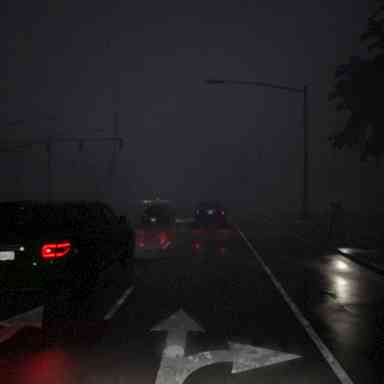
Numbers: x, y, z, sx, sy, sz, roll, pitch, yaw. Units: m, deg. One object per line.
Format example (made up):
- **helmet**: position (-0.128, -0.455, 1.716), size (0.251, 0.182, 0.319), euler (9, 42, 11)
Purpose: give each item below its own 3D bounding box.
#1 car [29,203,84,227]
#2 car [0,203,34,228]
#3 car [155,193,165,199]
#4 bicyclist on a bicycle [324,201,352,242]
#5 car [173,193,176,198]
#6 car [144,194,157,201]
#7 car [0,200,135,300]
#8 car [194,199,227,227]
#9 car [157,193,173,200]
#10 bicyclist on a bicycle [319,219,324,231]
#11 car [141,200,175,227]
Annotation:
- **car**: position (-9.322, 1.557, 23.311), size (1.994, 1.385, 4.181), euler (0, 0, 3)
- **car**: position (-12.875, 1.517, 22.567), size (1.812, 1.442, 4.674), euler (0, 0, 4)
- **car**: position (-8.938, 0.999, 93.203), size (2.128, 1.511, 4.902), euler (0, 1, 3)
- **bicyclist on a bicycle**: position (6.294, 1.300, 14.322), size (0.582, 1.620, 1.656), euler (0, 0, 9)
- **car**: position (-5.443, 1.015, 93.021), size (2.033, 1.411, 5.357), euler (0, 1, 3)
- **car**: position (-9.810, 1.271, 77.491), size (2.128, 1.511, 4.902), euler (0, 1, 3)
- **car**: position (-3.092, 1.219, 8.574), size (2.150, 2.045, 5.566), euler (0, 0, 4)
- **car**: position (1.295, 1.347, 23.210), size (2.097, 1.767, 4.553), euler (0, 0, 3)
- **car**: position (-6.309, 1.298, 77.408), size (1.994, 1.385, 4.181), euler (0, 1, 3)
- **bicyclist on a bicycle**: position (7.570, 1.301, 17.619), size (1.656, 1.620, 0.582), euler (0, 0, 11)
- **car**: position (-2.229, 1.520, 22.617), size (1.812, 1.442, 4.674), euler (0, 0, 3)
